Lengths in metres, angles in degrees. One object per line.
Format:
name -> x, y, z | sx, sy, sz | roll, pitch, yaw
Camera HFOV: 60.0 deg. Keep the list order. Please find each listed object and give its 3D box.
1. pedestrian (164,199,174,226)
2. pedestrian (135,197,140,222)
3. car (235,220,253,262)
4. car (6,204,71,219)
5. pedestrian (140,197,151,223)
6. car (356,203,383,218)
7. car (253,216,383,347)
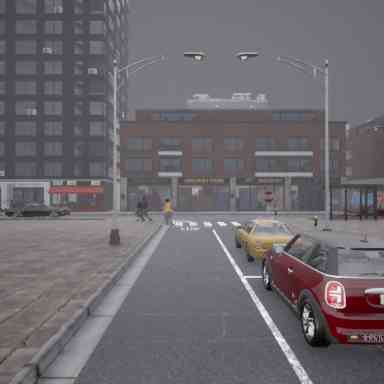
pedestrian -> -1.527, 1.303, 21.630 | 0.375, 1.860, 0.375 | 0, 0, 0
pedestrian -> -3.592, 1.147, 22.832 | 0.375, 1.860, 0.375 | 0, 0, 0
car -> 2.576, 1.530, 11.935 | 1.752, 1.417, 4.829 | 0, 0, 0
car -> -12.700, 1.619, 27.752 | 4.718, 1.301, 1.895 | 0, 0, 0
pedestrian -> -3.121, 1.151, 22.291 | 0.375, 1.860, 0.375 | 0, 0, 0
car -> 15.897, 1.566, 28.002 | 4.718, 1.301, 1.895 | 0, 0, -1
car -> 2.609, 1.442, 6.328 | 1.967, 1.590, 4.097 | 0, 0, 0
